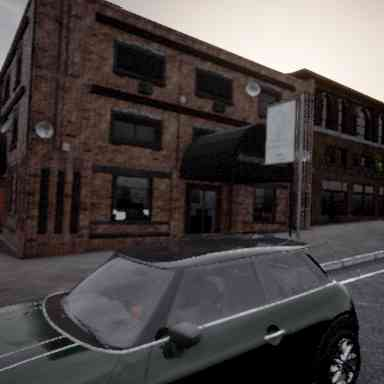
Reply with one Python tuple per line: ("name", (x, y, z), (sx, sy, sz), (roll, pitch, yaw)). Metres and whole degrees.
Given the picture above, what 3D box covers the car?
("car", (-0.267, 1.348, 3.494), (4.553, 1.767, 2.097), (0, 0, -35))
